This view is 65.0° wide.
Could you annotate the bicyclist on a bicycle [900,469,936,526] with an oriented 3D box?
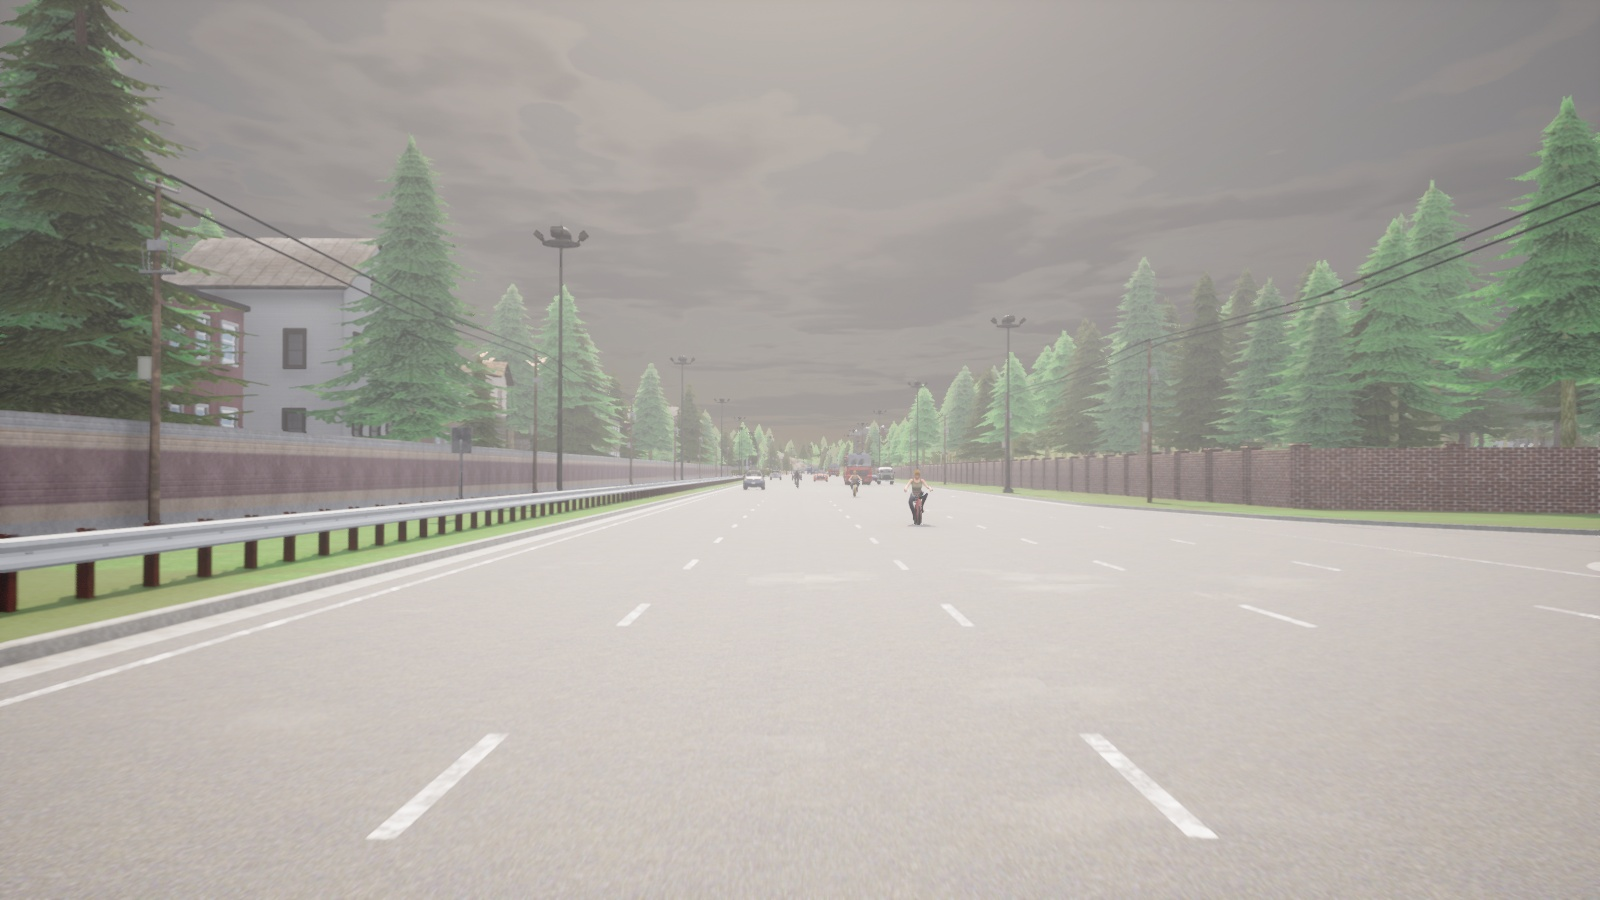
[{"bbox_3d":[3.408,1.344,36.310,0.866,1.612,1.509,0,-1,0],"label":"bicyclist on a bicycle"}]
